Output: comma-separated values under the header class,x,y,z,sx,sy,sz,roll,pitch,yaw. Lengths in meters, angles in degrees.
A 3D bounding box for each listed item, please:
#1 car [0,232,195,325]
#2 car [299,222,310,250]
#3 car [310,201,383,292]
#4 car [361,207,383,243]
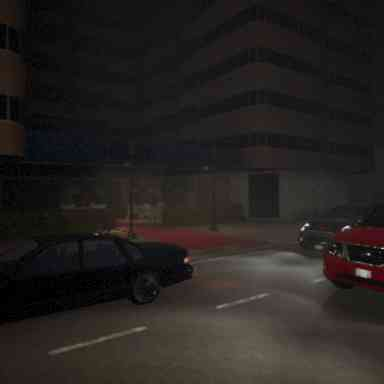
class,x,y,z,sx,sy,sz,roll,pitch,yaw
car,-2.509,1.536,6.499,5.357,1.411,2.033,-1,0,-35
car,6.100,1.262,12.521,4.553,1.767,2.097,-1,0,-36
car,5.467,1.155,7.875,5.566,2.045,2.150,-1,0,-36
car,9.862,1.439,15.276,4.181,1.385,1.994,-1,0,-35
